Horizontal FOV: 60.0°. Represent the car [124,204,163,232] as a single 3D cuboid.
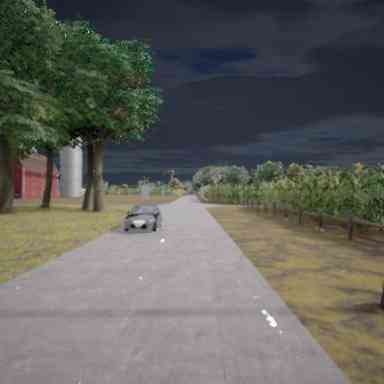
[{"bbox_3d":[-2.836,1.512,20.124,2.128,1.511,4.902,0,0,0],"label":"car"}]
